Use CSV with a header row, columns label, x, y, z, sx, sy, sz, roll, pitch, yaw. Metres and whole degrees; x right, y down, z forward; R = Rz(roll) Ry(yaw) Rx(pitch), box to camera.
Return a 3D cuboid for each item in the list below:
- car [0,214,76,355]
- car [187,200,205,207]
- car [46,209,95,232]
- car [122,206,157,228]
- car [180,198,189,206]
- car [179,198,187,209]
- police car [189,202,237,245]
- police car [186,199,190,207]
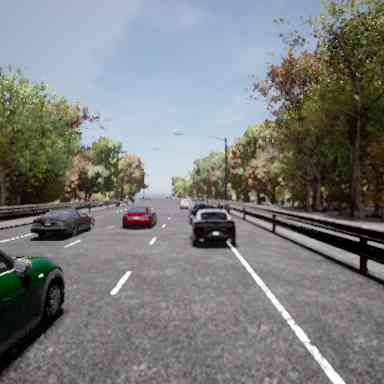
label,x,y,z,sx,sy,sz,roll,pitch,yaw
car,-3.421,1.370,4.382,2.097,1.767,4.553,0,0,0
car,0.804,1.606,26.125,1.882,1.535,5.008,0,0,-1
car,-7.038,1.633,18.677,2.033,1.411,5.357,0,0,-1
car,-3.612,1.675,23.419,1.994,1.385,4.181,0,0,-1
car,-1.518,1.940,67.267,1.812,1.442,4.674,0,0,-3
car,-0.869,1.819,50.863,1.812,1.442,4.674,0,0,-2
police car,0.950,1.498,16.172,1.930,1.638,5.238,0,0,-1
police car,0.680,1.591,32.273,1.930,1.638,5.238,0,0,-1
